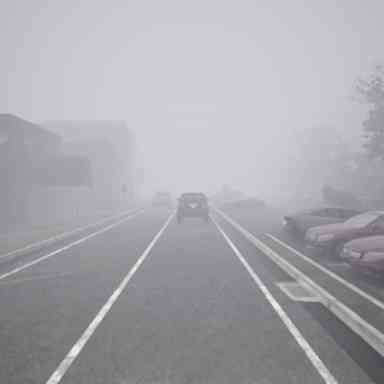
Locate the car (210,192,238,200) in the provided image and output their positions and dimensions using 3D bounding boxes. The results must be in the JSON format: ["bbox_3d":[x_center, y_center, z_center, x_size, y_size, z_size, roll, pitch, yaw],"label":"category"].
[{"bbox_3d":[6.188,0.823,64.794,5.366,1.575,1.946,0,1,0],"label":"car"}]

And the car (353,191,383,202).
[{"bbox_3d":[19.022,1.059,36.944,4.553,1.767,2.185,0,1,0],"label":"car"}]

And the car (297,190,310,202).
[{"bbox_3d":[19.037,0.879,50.868,4.553,1.767,2.185,0,1,0],"label":"car"}]

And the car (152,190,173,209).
[{"bbox_3d":[-3.418,0.841,39.456,2.150,2.045,5.566,0,1,0],"label":"car"}]

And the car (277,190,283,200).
[{"bbox_3d":[19.050,0.890,62.010,4.792,1.488,2.163,0,1,0],"label":"car"}]

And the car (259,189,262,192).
[{"bbox_3d":[19.065,0.509,78.716,4.553,1.767,2.185,0,1,0],"label":"car"}]

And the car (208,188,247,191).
[{"bbox_3d":[5.965,0.684,56.442,5.566,2.045,2.435,0,1,0],"label":"car"}]

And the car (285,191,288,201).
[{"bbox_3d":[19.259,0.928,56.563,5.366,1.575,1.946,0,1,0],"label":"car"}]

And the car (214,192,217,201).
[{"bbox_3d":[5.956,1.073,48.096,4.792,1.488,2.163,0,1,0],"label":"car"}]

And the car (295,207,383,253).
[{"bbox_3d":[6.132,1.362,10.944,4.674,1.452,2.002,0,1,0],"label":"car"}]

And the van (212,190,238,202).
[{"bbox_3d":[5.880,0.674,59.225,4.442,1.987,1.878,0,1,0],"label":"van"}]

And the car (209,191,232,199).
[{"bbox_3d":[5.977,0.627,70.360,4.553,1.767,2.185,0,1,0],"label":"car"}]

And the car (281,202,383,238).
[{"bbox_3d":[6.169,1.321,13.771,4.792,1.488,2.163,0,1,0],"label":"car"}]

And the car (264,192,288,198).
[{"bbox_3d":[19.098,0.673,75.933,5.008,1.535,2.097,0,1,0],"label":"car"}]

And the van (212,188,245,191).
[{"bbox_3d":[5.875,0.744,53.783,4.442,1.987,1.878,0,1,0],"label":"van"}]

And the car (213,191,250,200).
[{"bbox_3d":[5.982,1.008,50.879,4.892,1.521,2.231,0,1,0],"label":"car"}]

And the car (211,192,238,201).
[{"bbox_3d":[5.993,0.864,62.011,4.892,1.521,2.231,0,1,0],"label":"car"}]

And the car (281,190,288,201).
[{"bbox_3d":[19.082,0.897,59.223,5.008,1.535,2.097,0,1,0],"label":"car"}]

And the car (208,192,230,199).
[{"bbox_3d":[6.014,0.754,73.144,4.674,1.452,2.002,0,1,0],"label":"car"}]

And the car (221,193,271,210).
[{"bbox_3d":[5.989,1.225,37.106,4.674,1.452,2.002,1,1,0],"label":"car"}]

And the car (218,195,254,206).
[{"bbox_3d":[5.985,1.119,45.314,4.674,1.452,2.002,0,1,0],"label":"car"}]

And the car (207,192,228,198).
[{"bbox_3d":[5.987,0.667,78.710,4.792,1.488,2.163,0,1,0],"label":"car"}]

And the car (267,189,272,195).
[{"bbox_3d":[19.094,0.751,70.363,4.892,1.521,2.231,0,1,0],"label":"car"}]

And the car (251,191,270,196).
[{"bbox_3d":[19.139,0.463,92.643,4.792,1.488,2.163,0,1,0],"label":"car"}]

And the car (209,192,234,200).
[{"bbox_3d":[6.011,0.790,67.577,4.892,1.521,2.231,0,1,0],"label":"car"}]

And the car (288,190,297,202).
[{"bbox_3d":[19.099,0.716,53.776,5.566,2.045,2.435,0,1,0],"label":"car"}]

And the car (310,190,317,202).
[{"bbox_3d":[19.094,0.950,45.424,4.553,1.767,2.185,0,1,0],"label":"car"}]

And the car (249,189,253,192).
[{"bbox_3d":[19.080,0.224,89.851,5.566,2.045,2.435,0,1,0],"label":"car"}]

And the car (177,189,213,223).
[{"bbox_3d":[0.066,1.023,23.969,2.150,2.045,5.566,0,1,0],"label":"car"}]

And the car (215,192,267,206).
[{"bbox_3d":[5.791,1.148,39.747,5.366,1.575,1.946,0,1,0],"label":"car"}]

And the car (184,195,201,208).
[{"bbox_3d":[0.021,1.157,41.694,1.994,1.385,4.181,0,1,0],"label":"car"}]

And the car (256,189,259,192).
[{"bbox_3d":[19.094,0.595,81.502,5.008,1.535,2.097,0,1,0],"label":"car"}]

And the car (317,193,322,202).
[{"bbox_3d":[19.091,0.986,42.639,4.553,1.767,2.185,0,1,0],"label":"car"}]

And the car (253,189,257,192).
[{"bbox_3d":[19.074,0.389,87.069,4.553,1.767,2.185,0,1,0],"label":"car"}]

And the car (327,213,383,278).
[{"bbox_3d":[6.122,1.393,8.119,4.674,1.452,2.002,0,1,0],"label":"car"}]

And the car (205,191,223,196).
[{"bbox_3d":[6.026,0.436,92.626,5.008,1.535,2.097,0,1,0],"label":"car"}]

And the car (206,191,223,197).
[{"bbox_3d":[6.031,0.518,89.843,4.674,1.452,2.002,0,1,0],"label":"car"}]

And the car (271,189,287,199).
[{"bbox_3d":[19.116,0.661,67.576,4.553,1.767,2.185,0,1,0],"label":"car"}]

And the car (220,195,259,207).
[{"bbox_3d":[6.009,1.145,42.530,4.792,1.488,2.163,0,1,0],"label":"car"}]

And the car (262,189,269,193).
[{"bbox_3d":[19.063,0.460,73.143,5.566,2.045,2.435,0,1,0],"label":"car"}]

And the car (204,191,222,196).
[{"bbox_3d":[6.039,0.394,95.409,5.008,1.535,2.097,0,1,0],"label":"car"}]

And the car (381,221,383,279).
[{"bbox_3d":[6.294,1.382,5.292,5.366,1.575,1.946,0,1,0],"label":"car"}]
